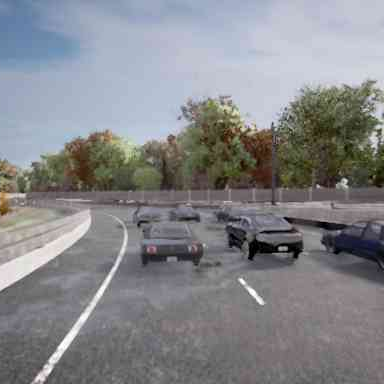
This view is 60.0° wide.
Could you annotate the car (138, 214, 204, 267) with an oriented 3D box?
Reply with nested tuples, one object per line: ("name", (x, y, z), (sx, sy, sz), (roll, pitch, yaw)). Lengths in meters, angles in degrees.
("car", (-0.848, 1.715, 11.965), (1.895, 1.301, 4.718), (0, -1, -7))

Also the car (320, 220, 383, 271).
("car", (6.316, 1.625, 11.040), (2.033, 1.411, 5.357), (0, -1, -6))

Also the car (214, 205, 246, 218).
("car", (3.366, 1.783, 27.019), (2.033, 1.411, 5.357), (0, -1, -14))

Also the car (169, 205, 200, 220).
("car", (-0.731, 1.831, 28.613), (1.994, 1.385, 4.181), (0, 0, -16))

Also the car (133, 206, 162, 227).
("car", (-3.442, 1.795, 25.398), (2.033, 1.411, 5.357), (0, -1, -14))

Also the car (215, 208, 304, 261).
("car", (2.548, 1.601, 12.877), (2.128, 1.511, 4.902), (0, 0, -8))
